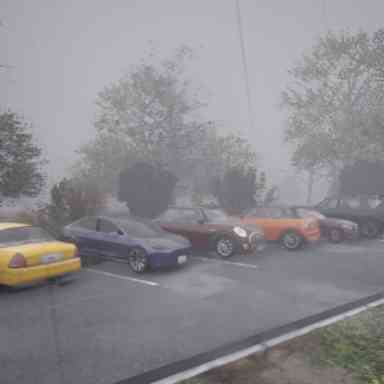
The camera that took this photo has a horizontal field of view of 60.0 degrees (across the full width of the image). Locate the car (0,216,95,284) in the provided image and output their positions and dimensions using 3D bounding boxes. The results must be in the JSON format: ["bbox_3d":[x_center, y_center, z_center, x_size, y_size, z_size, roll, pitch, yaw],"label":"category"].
[{"bbox_3d":[-5.189,1.464,8.866,5.366,1.575,1.946,-1,0,35],"label":"car"}]

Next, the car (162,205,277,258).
[{"bbox_3d":[0.523,1.339,12.639,4.553,1.767,2.185,-1,-1,35],"label":"car"}]

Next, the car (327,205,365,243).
[{"bbox_3d":[5.444,1.504,16.006,4.674,1.452,2.002,-1,-1,35],"label":"car"}]

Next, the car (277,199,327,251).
[{"bbox_3d":[3.018,1.339,14.289,4.553,1.767,2.185,-1,0,35],"label":"car"}]

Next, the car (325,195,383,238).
[{"bbox_3d":[7.865,1.213,17.714,5.566,2.045,2.435,-1,0,35],"label":"car"}]

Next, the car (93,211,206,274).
[{"bbox_3d":[-2.217,1.494,10.678,4.792,1.488,2.163,-1,-1,35],"label":"car"}]
